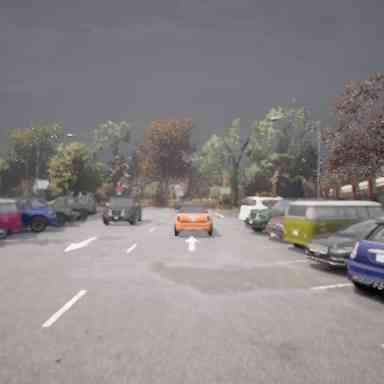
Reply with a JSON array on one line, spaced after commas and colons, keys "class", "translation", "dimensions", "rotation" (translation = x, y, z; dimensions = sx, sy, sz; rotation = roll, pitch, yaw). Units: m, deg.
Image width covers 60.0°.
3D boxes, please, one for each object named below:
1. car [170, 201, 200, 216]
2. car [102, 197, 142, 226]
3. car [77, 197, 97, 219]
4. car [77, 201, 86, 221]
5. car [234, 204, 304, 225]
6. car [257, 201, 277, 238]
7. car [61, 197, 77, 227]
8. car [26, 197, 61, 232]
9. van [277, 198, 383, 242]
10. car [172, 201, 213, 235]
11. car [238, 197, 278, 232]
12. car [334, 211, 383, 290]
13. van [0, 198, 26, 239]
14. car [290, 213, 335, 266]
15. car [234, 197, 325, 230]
[{"class": "car", "translation": [-0.866, 1.758, 37.421], "dimensions": [2.128, 1.511, 4.902], "rotation": [1, -1, -17]}, {"class": "car", "translation": [-5.130, 1.403, 25.269], "dimensions": [2.150, 2.045, 5.566], "rotation": [0, 0, 0]}, {"class": "car", "translation": [-11.060, 1.441, 28.697], "dimensions": [5.566, 2.045, 2.435], "rotation": [-1, 0, -20]}, {"class": "car", "translation": [-11.015, 1.701, 25.777], "dimensions": [4.792, 1.488, 2.163], "rotation": [-1, -1, -20]}, {"class": "car", "translation": [5.932, 1.701, 25.684], "dimensions": [4.792, 1.488, 2.163], "rotation": [1, -1, -20]}, {"class": "car", "translation": [5.960, 1.482, 16.603], "dimensions": [4.553, 1.767, 2.185], "rotation": [1, 0, -20]}, {"class": "car", "translation": [-11.007, 1.400, 22.813], "dimensions": [5.566, 2.045, 2.435], "rotation": [-1, -1, -20]}, {"class": "car", "translation": [-11.005, 1.379, 19.854], "dimensions": [5.566, 2.045, 2.435], "rotation": [-1, -1, -20]}, {"class": "van", "translation": [6.040, 1.362, 13.621], "dimensions": [4.442, 1.987, 1.878], "rotation": [1, -1, -20]}, {"class": "car", "translation": [0.075, 1.495, 19.764], "dimensions": [2.097, 1.767, 4.553], "rotation": [0, 0, 0]}, {"class": "car", "translation": [5.904, 1.376, 19.602], "dimensions": [5.566, 2.045, 2.435], "rotation": [1, 0, -20]}, {"class": "car", "translation": [5.900, 1.416, 7.532], "dimensions": [4.553, 1.767, 2.185], "rotation": [1, -1, -20]}, {"class": "van", "translation": [-11.133, 1.385, 16.836], "dimensions": [4.442, 1.987, 1.878], "rotation": [-1, 0, -20]}, {"class": "car", "translation": [5.940, 1.565, 10.551], "dimensions": [4.892, 1.521, 2.231], "rotation": [1, 0, -20]}, {"class": "car", "translation": [5.941, 1.399, 22.662], "dimensions": [5.566, 2.045, 2.435], "rotation": [1, -1, -20]}]
